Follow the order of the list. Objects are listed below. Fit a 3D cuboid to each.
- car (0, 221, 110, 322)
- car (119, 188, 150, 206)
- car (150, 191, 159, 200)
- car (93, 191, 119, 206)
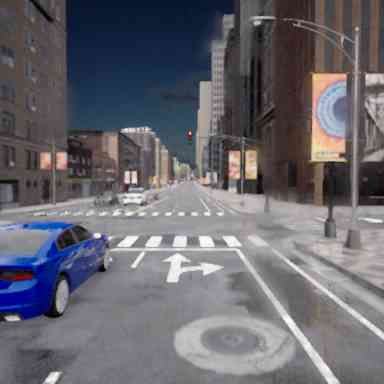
[{"bbox_3d":[-3.166,1.353,7.171,1.882,1.535,5.008,0,1,0],"label":"car"},{"bbox_3d":[-6.644,0.573,39.252,2.150,2.045,5.566,0,1,-1],"label":"car"},{"bbox_3d":[-6.629,0.611,55.453,1.812,1.442,4.674,0,1,0],"label":"car"},{"bbox_3d":[-9.891,0.713,38.703,2.097,1.767,4.553,0,1,0],"label":"car"}]
